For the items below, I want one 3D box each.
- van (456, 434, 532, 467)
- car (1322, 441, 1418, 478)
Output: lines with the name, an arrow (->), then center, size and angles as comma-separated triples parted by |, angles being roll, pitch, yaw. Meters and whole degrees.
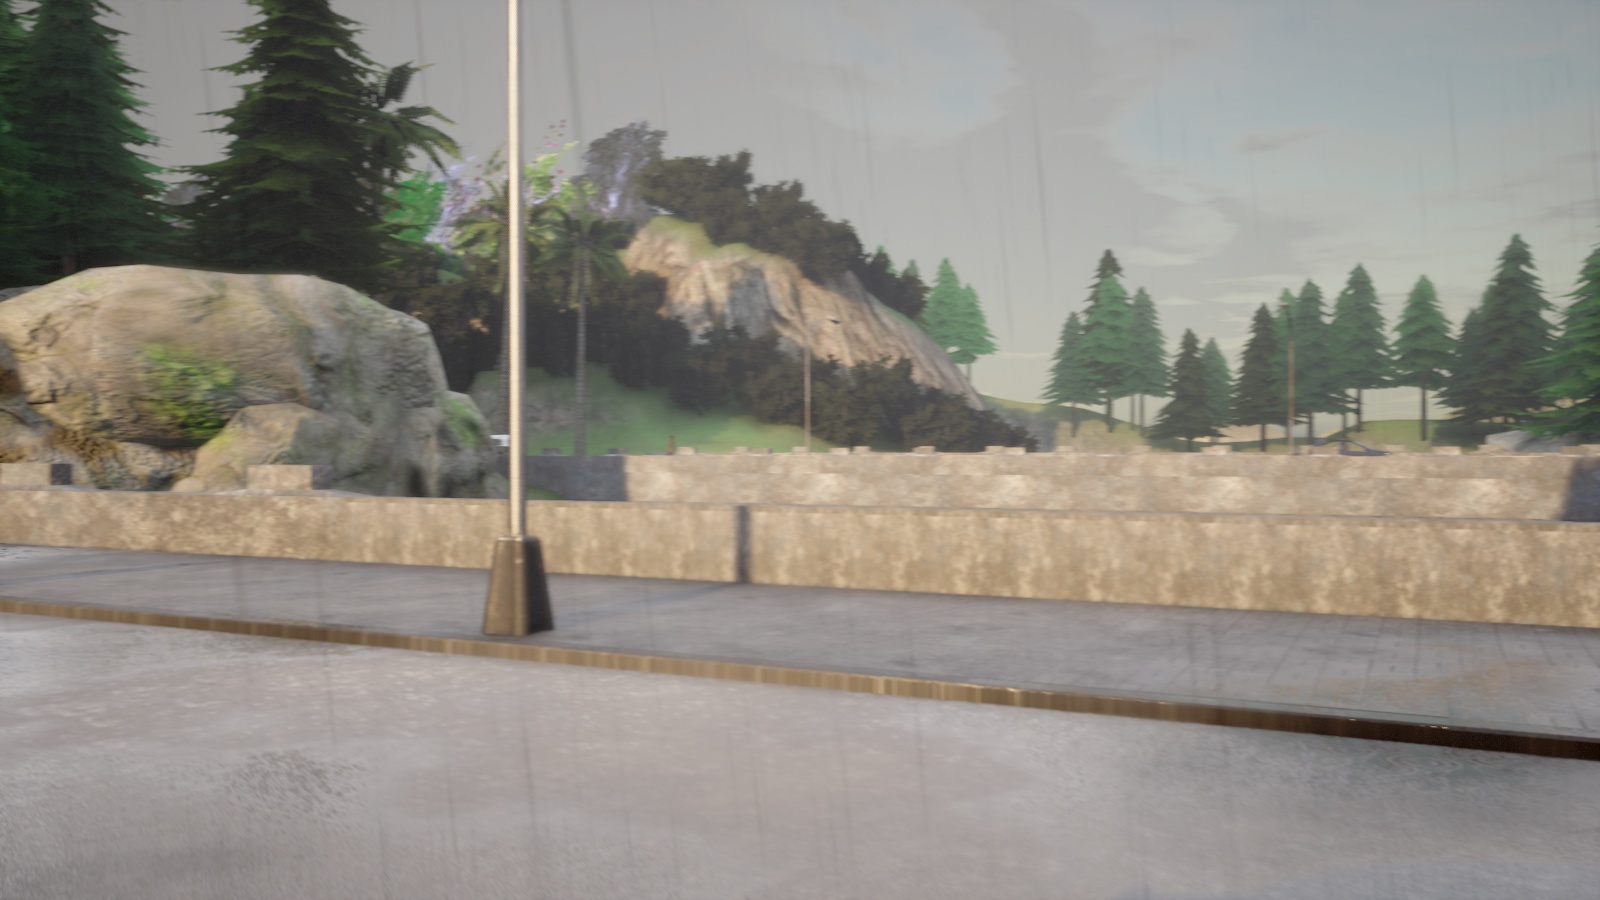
van -> -19.478, 0.038, 79.930 | 4.480, 2.038, 2.069 | 0, 0, 27
car -> 24.106, 0.375, 53.130 | 3.633, 1.501, 1.845 | 0, 0, 27
